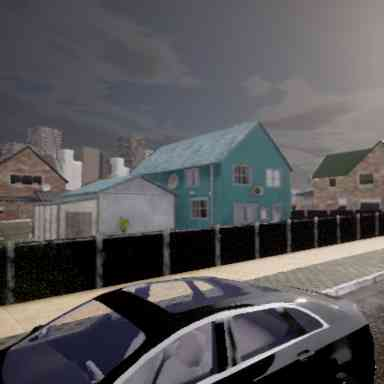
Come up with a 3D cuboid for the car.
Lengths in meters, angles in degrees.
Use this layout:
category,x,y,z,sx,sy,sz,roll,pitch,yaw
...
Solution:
category,x,y,z,sx,sy,sz,roll,pitch,yaw
car,-0.334,1.628,2.854,4.902,1.511,2.128,0,-3,-36
